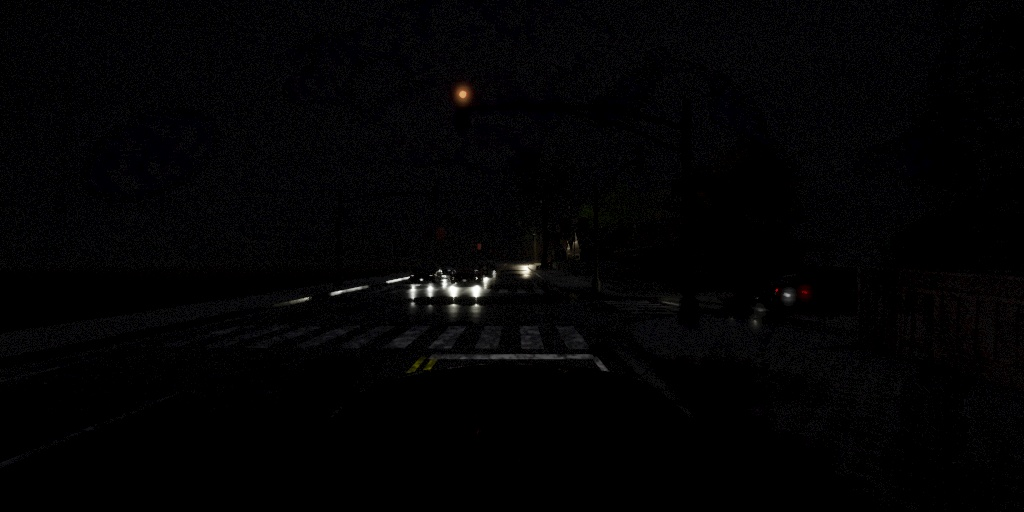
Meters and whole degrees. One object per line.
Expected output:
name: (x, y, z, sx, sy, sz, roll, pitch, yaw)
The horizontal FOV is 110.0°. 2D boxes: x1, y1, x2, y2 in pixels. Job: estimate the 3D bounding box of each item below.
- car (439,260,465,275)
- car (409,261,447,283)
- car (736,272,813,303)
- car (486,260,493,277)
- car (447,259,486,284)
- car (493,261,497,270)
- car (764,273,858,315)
car: (-6.591, 1.247, 39.846, 2.128, 1.511, 4.902, 0, 0, 0)
car: (-6.623, 1.305, 28.181, 2.033, 1.411, 5.357, 0, 0, -4)
car: (13.066, 1.508, 16.556, 5.008, 1.535, 1.882, 1, -2, -2)
car: (-3.342, 1.109, 35.695, 2.097, 1.767, 4.553, 0, 0, 0)
car: (-3.304, 1.109, 26.859, 2.097, 1.767, 4.553, 0, 0, -1)
car: (-3.317, 1.289, 52.492, 1.812, 1.442, 4.674, 0, 0, 0)
car: (12.480, 1.498, 13.681, 4.181, 1.385, 1.994, 1, -2, -2)
